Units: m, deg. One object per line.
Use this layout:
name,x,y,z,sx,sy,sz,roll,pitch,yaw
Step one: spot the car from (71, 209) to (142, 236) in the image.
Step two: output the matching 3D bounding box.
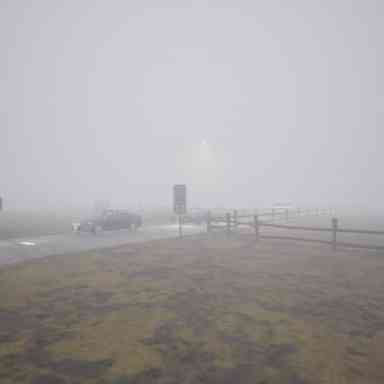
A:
car,-5.332,1.881,21.259,2.128,1.511,4.902,-1,-2,35

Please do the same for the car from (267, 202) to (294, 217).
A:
car,12.424,2.357,46.257,2.150,2.045,5.566,-1,-2,36

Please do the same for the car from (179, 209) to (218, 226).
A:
car,0.673,2.198,29.737,1.994,1.385,4.181,-1,-2,36
